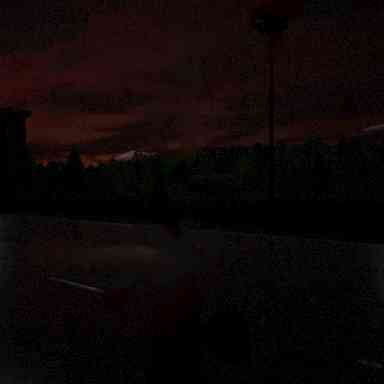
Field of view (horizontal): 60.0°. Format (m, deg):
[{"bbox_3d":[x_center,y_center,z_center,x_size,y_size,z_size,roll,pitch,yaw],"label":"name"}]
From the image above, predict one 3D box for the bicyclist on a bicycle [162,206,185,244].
[{"bbox_3d":[-0.805,1.453,14.835,0.582,1.620,1.656,0,2,36],"label":"bicyclist on a bicycle"}]
